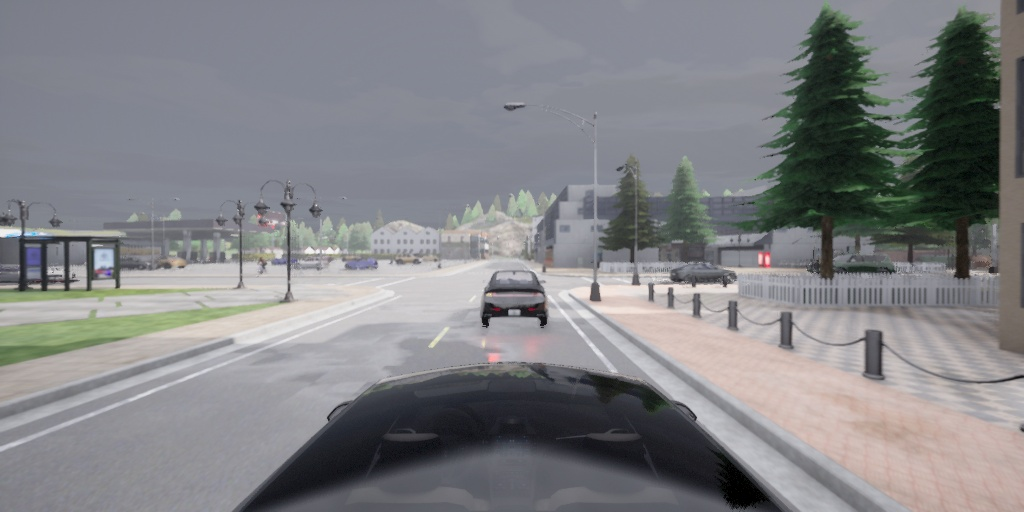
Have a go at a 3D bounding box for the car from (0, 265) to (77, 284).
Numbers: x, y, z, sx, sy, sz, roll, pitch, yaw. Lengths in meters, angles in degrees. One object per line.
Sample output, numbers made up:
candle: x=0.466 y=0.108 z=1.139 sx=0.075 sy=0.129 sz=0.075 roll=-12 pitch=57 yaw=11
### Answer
car: x=-32.236 y=1.232 z=23.828 sx=4.718 sy=1.301 sz=1.895 roll=0 pitch=0 yaw=0

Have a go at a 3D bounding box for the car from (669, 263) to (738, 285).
car: x=12.933 y=1.190 z=24.266 sx=4.181 sy=1.385 sz=1.994 roll=0 pitch=0 yaw=-1

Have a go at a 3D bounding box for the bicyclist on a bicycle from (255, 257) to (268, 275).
bicyclist on a bicycle: x=-21.899 y=0.885 z=31.405 sx=0.582 sy=1.620 sz=1.656 roll=0 pitch=1 yaw=-1

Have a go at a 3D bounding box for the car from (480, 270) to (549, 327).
car: x=0.072 y=1.182 z=11.335 sx=2.128 sy=1.511 sz=4.902 roll=0 pitch=0 yaw=0

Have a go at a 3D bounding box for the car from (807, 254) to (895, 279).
car: x=26.497 y=0.824 z=28.100 sx=5.566 sy=2.045 sz=2.150 roll=0 pitch=0 yaw=0

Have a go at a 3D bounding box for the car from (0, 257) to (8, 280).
car: x=-42.201 y=0.962 z=27.327 sx=4.553 sy=1.767 sz=2.097 roll=0 pitch=0 yaw=0
